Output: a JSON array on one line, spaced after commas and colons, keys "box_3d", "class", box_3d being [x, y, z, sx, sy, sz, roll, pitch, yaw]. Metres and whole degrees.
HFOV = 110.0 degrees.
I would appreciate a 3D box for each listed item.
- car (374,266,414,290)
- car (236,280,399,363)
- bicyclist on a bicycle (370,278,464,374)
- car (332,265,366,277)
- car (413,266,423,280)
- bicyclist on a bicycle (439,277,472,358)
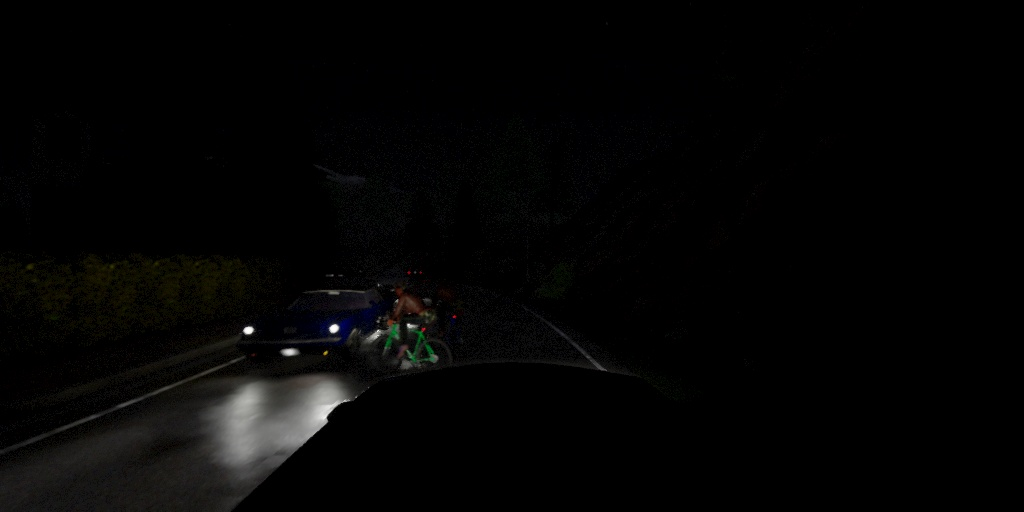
[{"box_3d": [-6.821, 1.486, 20.625, 1.812, 1.442, 4.674, 0, 0, -18], "class": "car"}, {"box_3d": [-4.214, 1.428, 8.575, 1.895, 1.301, 4.718, 0, -1, -7], "class": "car"}, {"box_3d": [-1.743, 1.246, 6.064, 1.656, 1.620, 0.582, -1, -1, 19], "class": "bicyclist on a bicycle"}, {"box_3d": [-19.839, 1.781, 43.632, 4.181, 1.385, 1.994, 0, -1, 28], "class": "car"}, {"box_3d": [-10.893, 1.684, 36.638, 2.033, 1.411, 5.357, 0, -1, -38], "class": "car"}, {"box_3d": [-1.385, 1.264, 7.542, 1.656, 1.620, 0.582, -1, -1, 43], "class": "bicyclist on a bicycle"}]
